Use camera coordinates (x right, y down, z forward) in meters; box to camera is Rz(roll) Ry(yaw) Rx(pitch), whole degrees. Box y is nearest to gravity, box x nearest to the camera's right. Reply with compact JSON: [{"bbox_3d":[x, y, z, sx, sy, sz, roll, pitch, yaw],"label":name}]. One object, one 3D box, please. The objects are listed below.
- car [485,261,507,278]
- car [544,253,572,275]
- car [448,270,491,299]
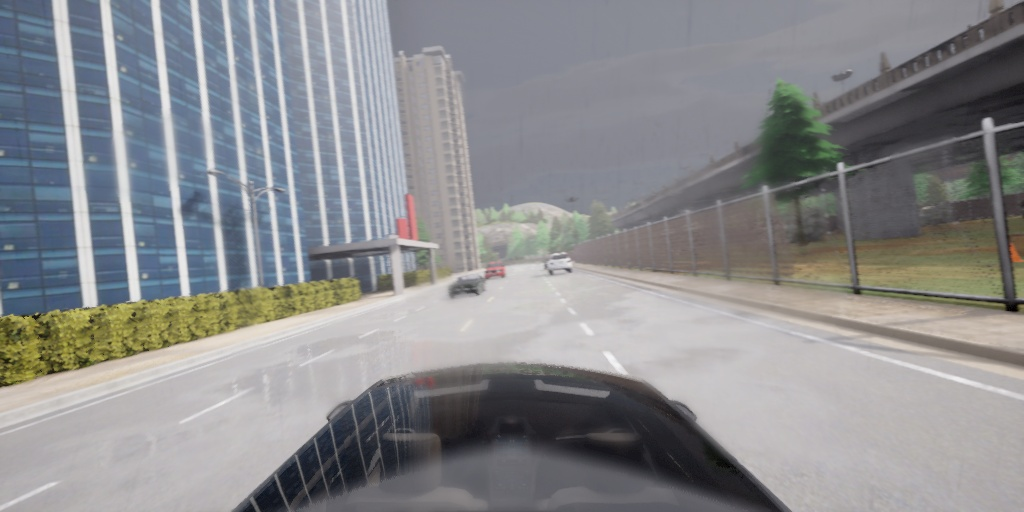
[{"bbox_3d":[-1.895,1.708,42.467,2.150,2.045,5.566,-7,-1,3],"label":"car"},{"bbox_3d":[4.865,0.778,37.292,2.150,2.045,5.566,-7,-1,3],"label":"car"},{"bbox_3d":[-2.835,1.897,23.360,1.895,1.301,4.718,-7,-1,3],"label":"car"}]
